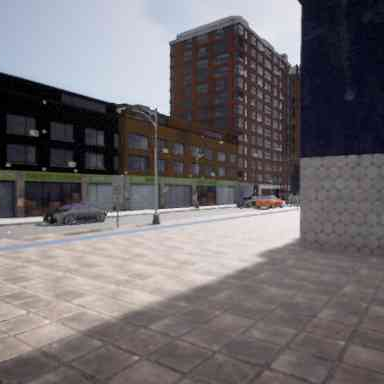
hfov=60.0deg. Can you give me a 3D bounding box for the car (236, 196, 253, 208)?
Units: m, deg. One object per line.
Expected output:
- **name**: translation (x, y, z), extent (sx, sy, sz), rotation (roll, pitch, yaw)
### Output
- **car**: translation (7.711, 1.372, 44.792), extent (1.837, 1.490, 4.892), rotation (0, 0, 36)

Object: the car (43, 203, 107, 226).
- **car**: translation (-7.970, 1.473, 22.915), extent (1.994, 1.385, 4.181), rotation (0, 0, 36)

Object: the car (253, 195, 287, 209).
- **car**: translation (10.186, 1.232, 43.349), extent (2.097, 1.767, 4.553), rotation (0, 0, 36)

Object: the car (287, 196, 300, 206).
- **car**: translation (15.968, 1.361, 51.537), extent (2.128, 1.511, 4.902), rotation (0, 0, 36)
